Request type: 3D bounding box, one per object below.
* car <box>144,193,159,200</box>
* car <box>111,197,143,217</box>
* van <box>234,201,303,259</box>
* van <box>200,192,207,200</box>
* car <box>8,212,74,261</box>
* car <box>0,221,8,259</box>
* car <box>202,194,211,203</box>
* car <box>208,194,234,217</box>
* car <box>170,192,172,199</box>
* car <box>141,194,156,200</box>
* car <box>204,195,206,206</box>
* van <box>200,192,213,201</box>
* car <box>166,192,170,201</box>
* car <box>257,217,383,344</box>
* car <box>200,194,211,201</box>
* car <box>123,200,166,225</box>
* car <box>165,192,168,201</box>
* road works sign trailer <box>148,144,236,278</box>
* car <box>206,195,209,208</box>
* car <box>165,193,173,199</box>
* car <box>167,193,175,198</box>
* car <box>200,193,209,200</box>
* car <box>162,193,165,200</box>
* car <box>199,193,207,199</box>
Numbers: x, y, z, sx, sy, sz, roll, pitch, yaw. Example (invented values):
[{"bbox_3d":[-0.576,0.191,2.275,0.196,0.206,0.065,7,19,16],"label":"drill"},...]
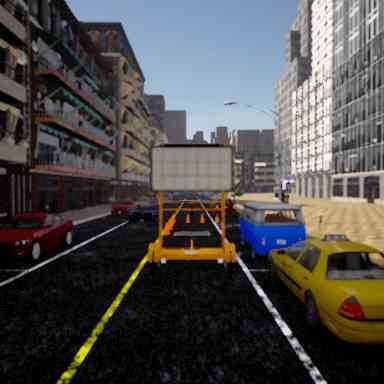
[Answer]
[{"bbox_3d":[-5.695,0.998,45.012,2.192,1.841,5.009,0,0,0],"label":"car"},{"bbox_3d":[-5.694,1.339,28.434,1.887,1.381,4.507,0,0,0],"label":"car"},{"bbox_3d":[2.685,1.251,11.851,1.690,1.788,3.998,0,0,0],"label":"van"},{"bbox_3d":[2.687,0.821,78.172,1.690,1.788,3.998,0,0,0],"label":"van"},{"bbox_3d":[-5.694,1.455,11.854,1.887,1.381,4.507,0,0,0],"label":"car"},{"bbox_3d":[-5.695,1.478,6.158,1.752,1.417,4.829,0,0,0],"label":"car"},{"bbox_3d":[2.687,1.265,45.013,1.802,1.307,4.206,0,0,0],"label":"car"},{"bbox_3d":[2.686,1.234,28.432,1.967,1.590,4.097,0,0,0],"label":"car"},{"bbox_3d":[-5.691,1.110,67.119,1.947,1.339,4.313,0,0,0],"label":"car"},{"bbox_3d":[-5.694,1.246,39.318,1.752,1.417,4.829,0,0,0],"label":"car"},{"bbox_3d":[2.687,1.301,39.487,1.802,1.307,4.206,0,0,0],"label":"car"},{"bbox_3d":[2.687,0.953,56.065,1.690,1.788,3.998,0,0,0],"label":"van"},{"bbox_3d":[-5.692,1.018,61.591,1.967,1.590,4.097,0,0,0],"label":"car"},{"bbox_3d":[2.685,1.475,6.497,1.752,1.417,4.829,0,0,0],"label":"car"},{"bbox_3d":[2.689,1.110,67.119,1.947,1.339,4.313,0,0,0],"label":"car"},{"bbox_3d":[-3.099,1.434,22.728,1.895,1.301,4.718,0,0,0],"label":"car"},{"bbox_3d":[-5.692,1.163,56.067,2.008,1.369,4.403,0,0,0],"label":"car"},{"bbox_3d":[-0.001,0.389,9.843,2.380,3.560,2.880,0,0,0],"label":"road works sign trailer"},{"bbox_3d":[2.686,1.281,34.130,1.752,1.417,4.829,0,0,0],"label":"car"},{"bbox_3d":[-5.691,1.031,83.699,1.802,1.307,4.206,0,0,0],"label":"car"},{"bbox_3d":[-5.691,1.000,89.225,1.802,1.307,4.206,0,0,0],"label":"car"},{"bbox_3d":[2.688,0.952,72.645,1.967,1.590,4.097,0,0,0],"label":"car"},{"bbox_3d":[-5.692,1.198,50.540,2.008,1.369,4.403,0,0,0],"label":"car"},{"bbox_3d":[2.689,0.973,83.868,1.752,1.417,4.829,0,0,0],"label":"car"}]
